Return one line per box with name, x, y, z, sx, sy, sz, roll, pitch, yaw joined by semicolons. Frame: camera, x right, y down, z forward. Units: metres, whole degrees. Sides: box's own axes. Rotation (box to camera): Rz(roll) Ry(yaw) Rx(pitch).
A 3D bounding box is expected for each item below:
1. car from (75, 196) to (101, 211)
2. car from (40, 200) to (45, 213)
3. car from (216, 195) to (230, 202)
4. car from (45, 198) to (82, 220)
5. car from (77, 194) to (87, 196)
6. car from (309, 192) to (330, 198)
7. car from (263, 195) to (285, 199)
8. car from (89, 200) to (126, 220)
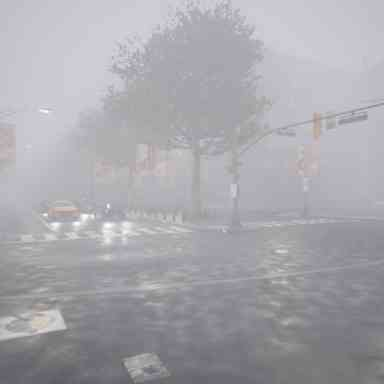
car;-12.081;1.491;37.422;2.128;1.511;4.902;0;0;-29
car;-16.013;1.547;37.331;2.033;1.411;5.357;0;0;-28
car;5.951;1.413;68.747;2.161;1.482;4.786;0;0;-29
car;-10.983;1.478;28.115;1.882;1.535;5.008;0;0;-29
car;-27.410;1.273;82.069;2.097;1.767;4.553;0;0;-29
car;32.109;1.028;83.643;2.435;2.045;5.566;0;0;-29
car;15.447;1.319;60.053;2.002;1.452;4.674;0;0;-29
car;-7.119;1.601;28.346;1.895;1.301;4.718;0;0;-29
